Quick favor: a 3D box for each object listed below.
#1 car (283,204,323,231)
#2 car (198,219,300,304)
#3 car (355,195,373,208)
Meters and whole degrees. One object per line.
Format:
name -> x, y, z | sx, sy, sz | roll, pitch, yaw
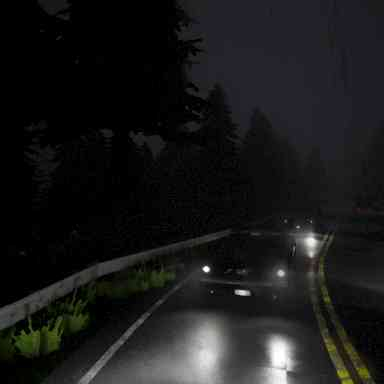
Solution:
car -> 6.841, 1.458, 20.177 | 2.033, 1.411, 5.357 | -2, 0, 26
car -> 1.645, 1.598, 8.435 | 1.895, 1.301, 4.718 | -1, 0, 18
car -> 20.827, 1.057, 40.166 | 2.128, 1.511, 4.902 | -2, 0, 28
